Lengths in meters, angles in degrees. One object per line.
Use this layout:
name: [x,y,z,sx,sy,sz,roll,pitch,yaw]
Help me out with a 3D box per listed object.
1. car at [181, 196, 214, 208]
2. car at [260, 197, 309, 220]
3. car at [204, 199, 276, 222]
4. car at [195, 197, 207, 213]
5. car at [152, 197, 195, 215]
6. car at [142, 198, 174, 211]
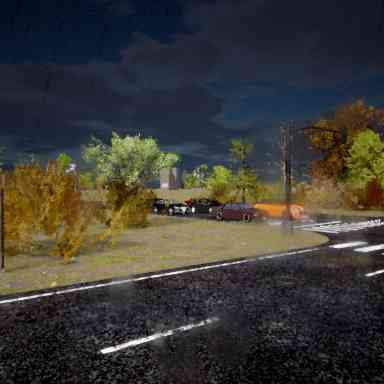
car: [0.646,1.407,46.706,1.882,1.535,5.008,0,0,-38]
car: [7.277,1.345,27.418,2.097,1.767,4.553,0,0,-38]
car: [3.723,1.560,26.683,2.033,1.411,5.357,0,0,-38]
car: [1.691,1.488,34.529,1.837,1.490,4.892,0,0,-38]
car: [-2.293,1.493,34.341,2.128,1.511,4.902,0,0,-38]
car: [-4.419,1.499,42.306,1.812,1.442,4.674,0,0,-38]
